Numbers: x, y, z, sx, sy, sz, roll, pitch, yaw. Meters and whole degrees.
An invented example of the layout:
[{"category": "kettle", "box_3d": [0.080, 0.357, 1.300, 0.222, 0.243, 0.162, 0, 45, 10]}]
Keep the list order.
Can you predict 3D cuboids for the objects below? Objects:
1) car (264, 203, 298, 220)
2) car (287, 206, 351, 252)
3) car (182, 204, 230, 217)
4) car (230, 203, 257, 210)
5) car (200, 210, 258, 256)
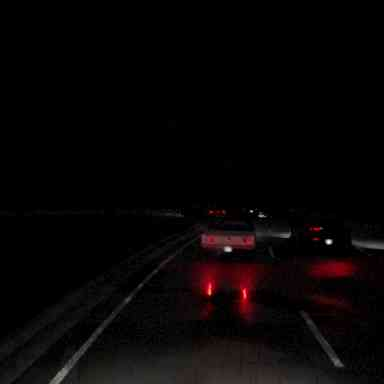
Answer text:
[{"category": "car", "box_3d": [8.249, 1.655, 29.724, 1.994, 1.385, 4.181, 0, 0, -22]}, {"category": "car", "box_3d": [5.363, 1.552, 14.283, 1.837, 1.490, 4.892, 0, -1, 11]}, {"category": "car", "box_3d": [0.910, 1.663, 28.964, 1.895, 1.301, 4.718, 0, 0, -30]}, {"category": "car", "box_3d": [4.094, 1.641, 30.326, 1.994, 1.385, 4.181, 1, 0, -30]}, {"category": "car", "box_3d": [1.607, 1.634, 13.309, 1.895, 1.301, 4.718, 0, 0, 10]}]
